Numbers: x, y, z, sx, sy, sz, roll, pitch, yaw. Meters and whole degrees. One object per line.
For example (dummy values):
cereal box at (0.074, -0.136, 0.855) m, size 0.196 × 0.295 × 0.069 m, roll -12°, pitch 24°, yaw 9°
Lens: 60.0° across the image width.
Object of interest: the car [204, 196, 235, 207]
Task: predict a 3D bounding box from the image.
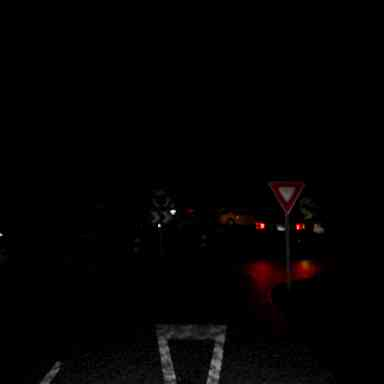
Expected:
car at (4.779, 1.975, 45.785) m, size 5.566 × 2.045 × 2.435 m, roll 0°, pitch 0°, yaw 0°

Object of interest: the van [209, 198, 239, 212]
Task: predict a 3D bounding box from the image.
van at (4.864, 1.995, 51.449) m, size 4.442 × 1.987 × 1.878 m, roll 0°, pitch 0°, yaw 0°

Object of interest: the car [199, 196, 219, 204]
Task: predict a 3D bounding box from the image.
car at (4.695, 2.241, 92.995) m, size 5.566 × 2.045 × 2.435 m, roll 0°, pitch 0°, yaw 0°

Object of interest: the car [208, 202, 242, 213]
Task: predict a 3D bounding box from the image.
car at (4.721, 2.252, 48.555) m, size 4.792 × 1.488 × 2.163 m, roll 0°, pitch 0°, yaw 0°

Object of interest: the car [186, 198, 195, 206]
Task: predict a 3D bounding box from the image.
car at (-0.304, 2.157, 70.638) m, size 1.882 × 1.535 × 5.008 m, roll 0°, pitch 0°, yaw 0°

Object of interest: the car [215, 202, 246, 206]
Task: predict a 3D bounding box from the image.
car at (4.790, 2.117, 32.060) m, size 4.553 × 1.767 × 2.185 m, roll 0°, pitch 0°, yaw 0°

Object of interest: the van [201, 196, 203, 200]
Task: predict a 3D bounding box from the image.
van at (4.621, 2.080, 67.939) m, size 4.442 × 1.987 × 1.878 m, roll 0°, pitch 0°, yaw 0°

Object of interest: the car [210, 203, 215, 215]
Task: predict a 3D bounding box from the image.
car at (4.753, 2.276, 37.476) m, size 4.674 × 1.452 × 2.002 m, roll 0°, pitch 0°, yaw 0°

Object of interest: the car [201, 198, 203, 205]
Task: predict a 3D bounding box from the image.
car at (4.746, 2.264, 62.397) m, size 5.008 × 1.535 × 2.097 m, roll 0°, pitch 0°, yaw 0°

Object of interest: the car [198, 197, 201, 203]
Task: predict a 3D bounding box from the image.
car at (4.706, 2.096, 73.478) m, size 5.566 × 2.045 × 2.435 m, roll 0°, pitch 0°, yaw 0°

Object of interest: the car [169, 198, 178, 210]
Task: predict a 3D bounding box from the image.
car at (-3.862, 2.259, 57.053) m, size 1.837 × 1.490 × 4.892 m, roll 0°, pitch -1°, yaw 0°

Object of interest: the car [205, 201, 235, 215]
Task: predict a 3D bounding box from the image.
car at (4.568, 2.230, 40.246) m, size 5.366 × 1.575 × 1.946 m, roll 0°, pitch 0°, yaw 0°

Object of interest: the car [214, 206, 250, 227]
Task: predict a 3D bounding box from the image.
car at (4.755, 2.246, 29.289) m, size 5.008 × 1.535 × 2.097 m, roll 0°, pitch 0°, yaw 0°

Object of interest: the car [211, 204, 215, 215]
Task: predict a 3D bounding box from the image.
car at (4.728, 2.269, 34.706) m, size 4.792 × 1.488 × 2.163 m, roll 0°, pitch 0°, yaw 0°

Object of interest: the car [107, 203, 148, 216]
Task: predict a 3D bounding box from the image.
car at (-8.321, 2.230, 43.033) m, size 4.892 × 1.521 × 2.231 m, roll 0°, pitch 0°, yaw 0°

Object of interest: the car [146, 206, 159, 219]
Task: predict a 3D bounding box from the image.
car at (-3.882, 2.266, 34.060) m, size 1.837 × 1.490 × 4.892 m, roll 0°, pitch 0°, yaw 0°

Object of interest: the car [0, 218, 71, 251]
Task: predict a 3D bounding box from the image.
car at (-7.960, 1.917, 15.873) m, size 1.895 × 1.301 × 4.718 m, roll -1°, pitch -2°, yaw 15°

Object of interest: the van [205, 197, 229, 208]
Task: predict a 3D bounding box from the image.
van at (4.856, 2.059, 65.168) m, size 4.442 × 1.987 × 1.878 m, roll 0°, pitch 0°, yaw 0°

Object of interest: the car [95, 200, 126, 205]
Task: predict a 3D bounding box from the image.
car at (-8.296, 1.985, 37.480) m, size 5.566 × 2.045 × 2.435 m, roll 0°, pitch 0°, yaw 0°

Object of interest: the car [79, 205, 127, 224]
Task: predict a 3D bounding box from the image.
car at (-8.350, 2.272, 31.928) m, size 4.792 × 1.488 × 2.163 m, roll 0°, pitch 0°, yaw 0°

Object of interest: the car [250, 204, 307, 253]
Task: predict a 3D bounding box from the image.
car at (4.089, 1.602, 15.627) m, size 2.150 × 2.045 × 5.566 m, roll -1°, pitch -2°, yaw 14°

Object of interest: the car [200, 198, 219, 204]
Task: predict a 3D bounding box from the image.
car at (4.719, 2.471, 90.098) m, size 5.008 × 1.535 × 2.097 m, roll 0°, pitch 0°, yaw 0°

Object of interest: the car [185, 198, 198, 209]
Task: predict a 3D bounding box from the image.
car at (-0.244, 2.277, 60.480) m, size 1.837 × 1.490 × 4.892 m, roll 0°, pitch 0°, yaw 1°

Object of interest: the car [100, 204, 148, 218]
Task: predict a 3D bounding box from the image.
car at (-8.140, 2.230, 40.257) m, size 5.366 × 1.575 × 1.946 m, roll 0°, pitch 0°, yaw 0°

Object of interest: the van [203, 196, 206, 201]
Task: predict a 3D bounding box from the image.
van at (4.634, 2.021, 59.612) m, size 4.442 × 1.987 × 1.878 m, roll 0°, pitch 0°, yaw 0°

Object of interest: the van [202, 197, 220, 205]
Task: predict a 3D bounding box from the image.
van at (4.845, 2.205, 84.685) m, size 4.442 × 1.987 × 1.878 m, roll 0°, pitch 0°, yaw 0°
